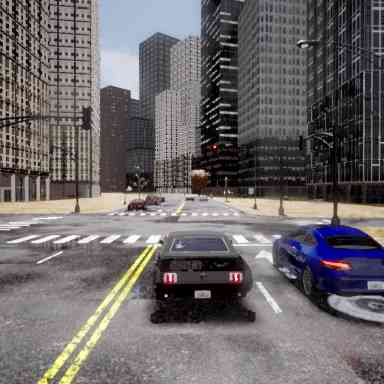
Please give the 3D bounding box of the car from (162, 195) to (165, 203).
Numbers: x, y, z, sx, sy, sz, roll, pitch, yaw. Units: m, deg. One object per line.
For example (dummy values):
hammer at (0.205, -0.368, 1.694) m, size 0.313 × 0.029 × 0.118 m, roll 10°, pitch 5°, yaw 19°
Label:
car at (-6.565, 1.398, 69.138) m, size 2.128 × 1.511 × 4.902 m, roll 0°, pitch 0°, yaw -1°

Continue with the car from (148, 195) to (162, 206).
car at (-6.564, 1.289, 53.989) m, size 2.097 × 1.767 × 4.553 m, roll 0°, pitch 0°, yaw 0°

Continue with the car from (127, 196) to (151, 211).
car at (-6.573, 1.529, 40.405) m, size 1.994 × 1.385 × 4.181 m, roll 0°, pitch 0°, yaw 0°

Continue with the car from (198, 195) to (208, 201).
car at (2.746, 1.394, 80.620) m, size 1.812 × 1.442 × 4.674 m, roll 0°, pitch 0°, yaw -4°

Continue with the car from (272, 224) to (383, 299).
car at (3.346, 1.522, 8.318) m, size 1.812 × 1.442 × 4.674 m, roll 0°, pitch 0°, yaw 1°

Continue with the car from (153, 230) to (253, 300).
car at (0.104, 1.597, 8.347) m, size 1.895 × 1.301 × 4.718 m, roll 0°, pitch 0°, yaw -3°

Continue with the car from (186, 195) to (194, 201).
car at (-0.503, 1.467, 80.504) m, size 1.895 × 1.301 × 4.718 m, roll 0°, pitch 0°, yaw -4°
